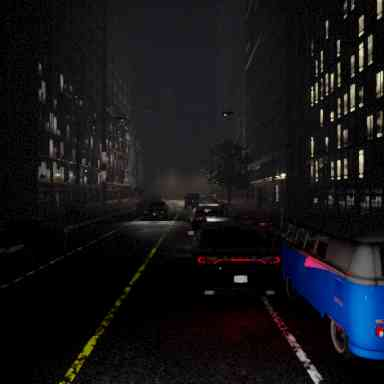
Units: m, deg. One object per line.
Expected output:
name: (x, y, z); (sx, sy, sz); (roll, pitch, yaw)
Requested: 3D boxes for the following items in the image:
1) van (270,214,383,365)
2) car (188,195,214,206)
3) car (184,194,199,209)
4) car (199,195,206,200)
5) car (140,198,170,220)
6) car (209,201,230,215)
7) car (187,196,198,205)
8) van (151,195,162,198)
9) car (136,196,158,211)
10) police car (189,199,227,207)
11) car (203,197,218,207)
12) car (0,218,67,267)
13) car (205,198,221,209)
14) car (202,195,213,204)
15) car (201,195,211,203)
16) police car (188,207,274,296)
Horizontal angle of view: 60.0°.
van: (2.704, 1.342, 5.688); (1.690, 1.788, 3.998); (0, 0, 0)
car: (0.960, 1.356, 24.681); (2.097, 1.767, 4.553); (0, 0, 0)
car: (0.115, 1.224, 44.921); (2.150, 2.045, 5.566); (0, 0, 0)
car: (2.918, 1.481, 91.074); (1.887, 1.381, 4.507); (0, 0, 0)
car: (-2.930, 1.510, 28.130); (1.837, 1.490, 4.892); (0, 0, 0)
car: (2.775, 1.588, 34.149); (1.802, 1.307, 4.206); (0, 0, 0)
car: (0.148, 1.492, 59.475); (1.837, 1.490, 4.892); (0, 0, 0)
van: (-5.562, 1.339, 51.251); (1.690, 1.788, 3.998); (0, 0, 0)
car: (-5.591, 1.556, 39.866); (2.008, 1.369, 4.403); (0, 0, 0)
police car: (0.947, 1.429, 18.821); (1.930, 1.638, 5.238); (0, 0, 0)
car: (2.818, 1.549, 51.226); (2.008, 1.369, 4.403); (0, 0, 0)
car: (-5.662, 1.584, 11.403); (1.802, 1.307, 4.206); (0, 0, 0)
car: (2.804, 1.553, 45.534); (2.008, 1.369, 4.403); (0, 0, 0)
car: (2.847, 1.423, 62.611); (1.967, 1.590, 4.097); (0, 0, 0)
car: (2.861, 1.415, 68.303); (1.967, 1.590, 4.097); (0, 0, 0)
police car: (0.922, 1.427, 8.821); (1.930, 1.638, 5.238); (0, 0, 0)
